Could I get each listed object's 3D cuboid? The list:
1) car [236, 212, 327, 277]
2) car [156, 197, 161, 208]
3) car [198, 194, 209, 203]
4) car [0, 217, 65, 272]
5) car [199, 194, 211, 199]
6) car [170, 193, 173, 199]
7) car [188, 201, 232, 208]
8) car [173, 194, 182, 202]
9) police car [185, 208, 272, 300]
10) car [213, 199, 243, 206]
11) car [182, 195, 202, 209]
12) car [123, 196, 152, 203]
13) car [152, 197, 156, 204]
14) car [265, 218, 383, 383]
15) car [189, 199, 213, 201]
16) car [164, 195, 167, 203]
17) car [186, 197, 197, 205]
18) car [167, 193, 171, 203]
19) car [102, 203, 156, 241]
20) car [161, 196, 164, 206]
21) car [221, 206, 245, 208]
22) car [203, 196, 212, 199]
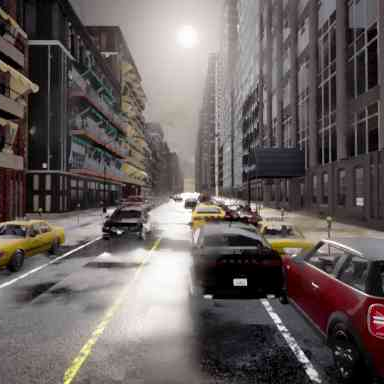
[{"bbox_3d":[2.683,1.528,11.198,1.752,1.417,4.829,1,0,0],"label":"car"},{"bbox_3d":[-5.753,1.435,44.924,1.967,1.590,4.097,1,0,0],"label":"car"},{"bbox_3d":[2.582,1.296,73.194,2.192,1.841,5.009,1,0,0],"label":"car"},{"bbox_3d":[-5.697,1.528,10.845,1.752,1.417,4.829,1,0,0],"label":"car"},{"bbox_3d":[2.600,1.303,61.891,2.192,1.841,5.009,1,0,0],"label":"car"},{"bbox_3d":[-5.802,1.507,73.011,1.752,1.417,4.829,1,0,0],"label":"car"},{"bbox_3d":[0.868,1.480,18.486,1.882,1.535,5.008,0,0,0],"label":"car"},{"bbox_3d":[-3.130,1.543,76.154,1.994,1.385,4.181,0,0,0],"label":"car"},{"bbox_3d":[0.863,1.427,8.594,1.930,1.638,5.238,0,0,0],"label":"police car"},{"bbox_3d":[2.665,1.442,22.330,1.967,1.590,4.097,1,0,0],"label":"car"},{"bbox_3d":[-0.060,1.559,46.054,1.994,1.385,4.181,0,0,0],"label":"car"},{"bbox_3d":[-5.732,1.314,33.622,2.192,1.841,5.009,1,0,0],"label":"car"},{"bbox_3d":[-5.745,1.523,39.103,1.752,1.417,4.829,1,0,0],"label":"car"},{"bbox_3d":[2.694,1.442,5.377,1.967,1.590,4.097,1,0,0],"label":"car"},{"bbox_3d":[0.858,1.528,24.487,1.812,1.442,4.674,0,0,0],"label":"car"},{"bbox_3d":[-5.774,1.557,56.227,1.947,1.339,4.313,1,0,0],"label":"car"},{"bbox_3d":[-0.102,1.590,59.995,1.895,1.301,4.718,0,0,0],"label":"car"},{"bbox_3d":[-5.793,1.530,67.531,1.887,1.381,4.507,1,0,0],"label":"car"},{"bbox_3d":[-3.129,1.509,16.713,1.837,1.490,4.892,0,0,0],"label":"car"},{"bbox_3d":[-5.764,1.538,50.577,1.887,1.381,4.507,1,0,0],"label":"car"},{"bbox_3d":[2.672,1.585,16.679,1.802,1.307,4.206,1,0,0],"label":"car"},{"bbox_3d":[2.635,1.522,39.456,1.752,1.417,4.829,1,0,0],"label":"car"}]
